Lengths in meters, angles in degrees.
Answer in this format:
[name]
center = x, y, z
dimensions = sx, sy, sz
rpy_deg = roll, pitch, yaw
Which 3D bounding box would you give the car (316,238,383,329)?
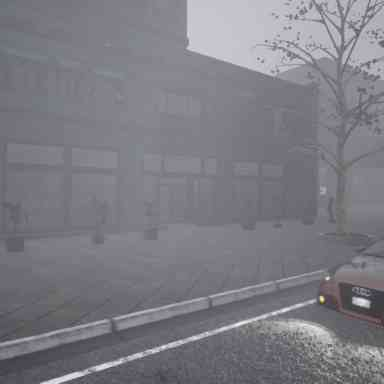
[car]
center = 4.313, 1.572, 6.436
dimensions = 4.181, 1.385, 1.994
rpy_deg = 0, 0, -35
